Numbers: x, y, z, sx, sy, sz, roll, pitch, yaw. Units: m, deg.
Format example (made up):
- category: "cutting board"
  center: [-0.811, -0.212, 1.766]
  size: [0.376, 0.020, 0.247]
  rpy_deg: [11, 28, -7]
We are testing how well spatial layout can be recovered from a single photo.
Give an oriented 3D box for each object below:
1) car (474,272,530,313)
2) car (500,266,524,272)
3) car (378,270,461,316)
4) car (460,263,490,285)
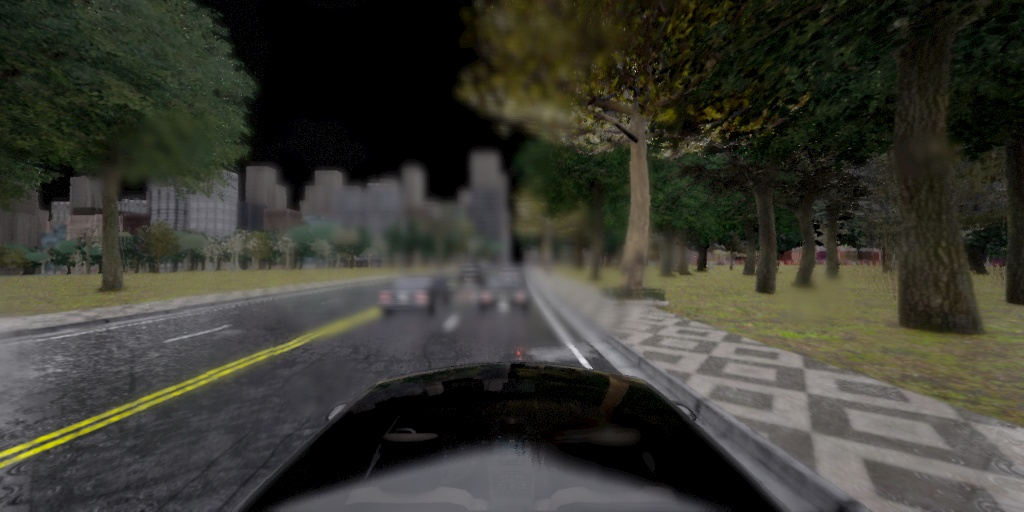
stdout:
- category: "car"
  center: [-0.274, 1.508, 14.959]
  size: [1.895, 1.301, 4.718]
  rpy_deg: [0, -1, 1]
- category: "car"
  center: [-0.023, 1.610, 30.043]
  size: [2.128, 1.511, 4.902]
  rpy_deg: [0, -1, 2]
- category: "car"
  center: [-3.535, 1.447, 14.206]
  size: [2.033, 1.411, 5.357]
  rpy_deg: [0, -1, 0]
- category: "car"
  center: [-3.272, 1.629, 30.132]
  size: [1.837, 1.490, 4.892]
  rpy_deg: [0, 0, 2]
